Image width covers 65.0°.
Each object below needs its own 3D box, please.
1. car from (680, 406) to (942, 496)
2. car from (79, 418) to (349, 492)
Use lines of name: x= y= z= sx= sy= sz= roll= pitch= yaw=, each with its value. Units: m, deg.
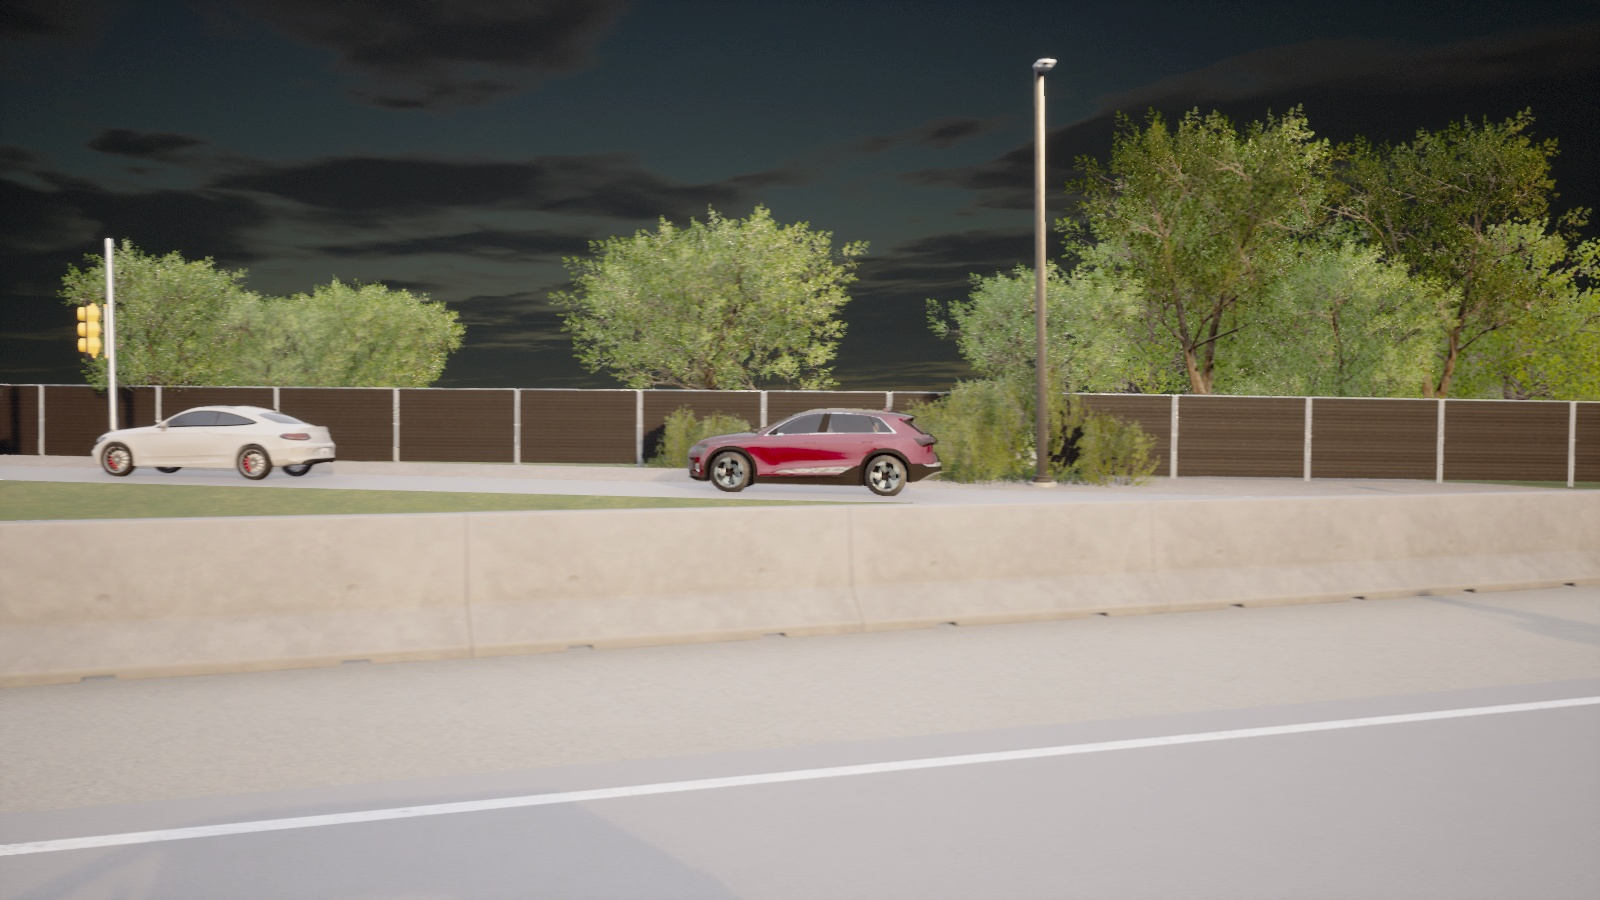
car: x=0.276 y=-0.012 z=24.194 sx=4.856 sy=1.649 sz=2.033 roll=0 pitch=2 yaw=5
car: x=-11.812 y=0.078 z=25.466 sx=4.674 sy=1.442 sz=1.812 roll=0 pitch=2 yaw=6
